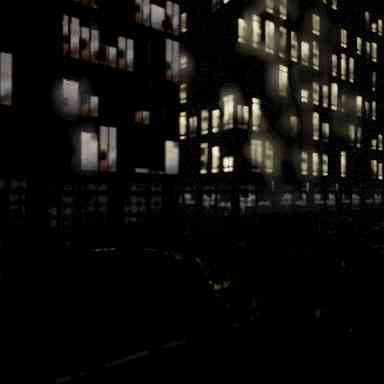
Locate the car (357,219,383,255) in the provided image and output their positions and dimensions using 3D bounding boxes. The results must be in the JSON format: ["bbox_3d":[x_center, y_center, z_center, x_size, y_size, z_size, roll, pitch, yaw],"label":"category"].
[{"bbox_3d":[7.743,1.539,12.082,4.403,1.369,2.008,0,0,-36],"label":"car"}]

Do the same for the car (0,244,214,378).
[{"bbox_3d":[-1.525,1.581,5.469,4.206,1.307,1.802,0,0,-36],"label":"car"}]
